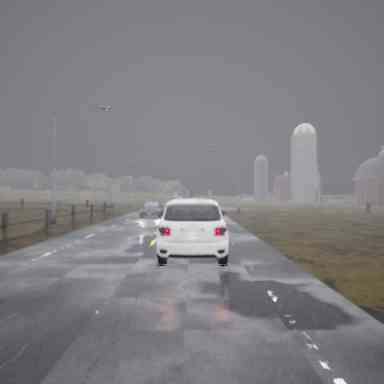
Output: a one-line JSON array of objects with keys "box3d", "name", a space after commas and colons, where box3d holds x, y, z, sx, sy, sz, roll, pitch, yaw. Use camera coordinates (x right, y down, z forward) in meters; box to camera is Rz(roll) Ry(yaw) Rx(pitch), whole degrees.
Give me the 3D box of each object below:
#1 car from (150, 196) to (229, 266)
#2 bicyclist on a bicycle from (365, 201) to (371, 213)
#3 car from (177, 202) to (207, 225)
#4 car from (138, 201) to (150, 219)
[{"box3d": [0.036, 1.236, 11.750, 2.150, 2.045, 5.566, 0, 0, 1], "name": "car"}, {"box3d": [24.288, 2.076, 45.929, 0.582, 1.620, 1.656, 1, -1, 0], "name": "bicyclist on a bicycle"}, {"box3d": [0.025, 1.583, 25.739, 2.033, 1.411, 5.357, 0, 0, 1], "name": "car"}, {"box3d": [-3.550, 1.573, 30.037, 1.812, 1.442, 4.674, 0, 0, 1], "name": "car"}]
